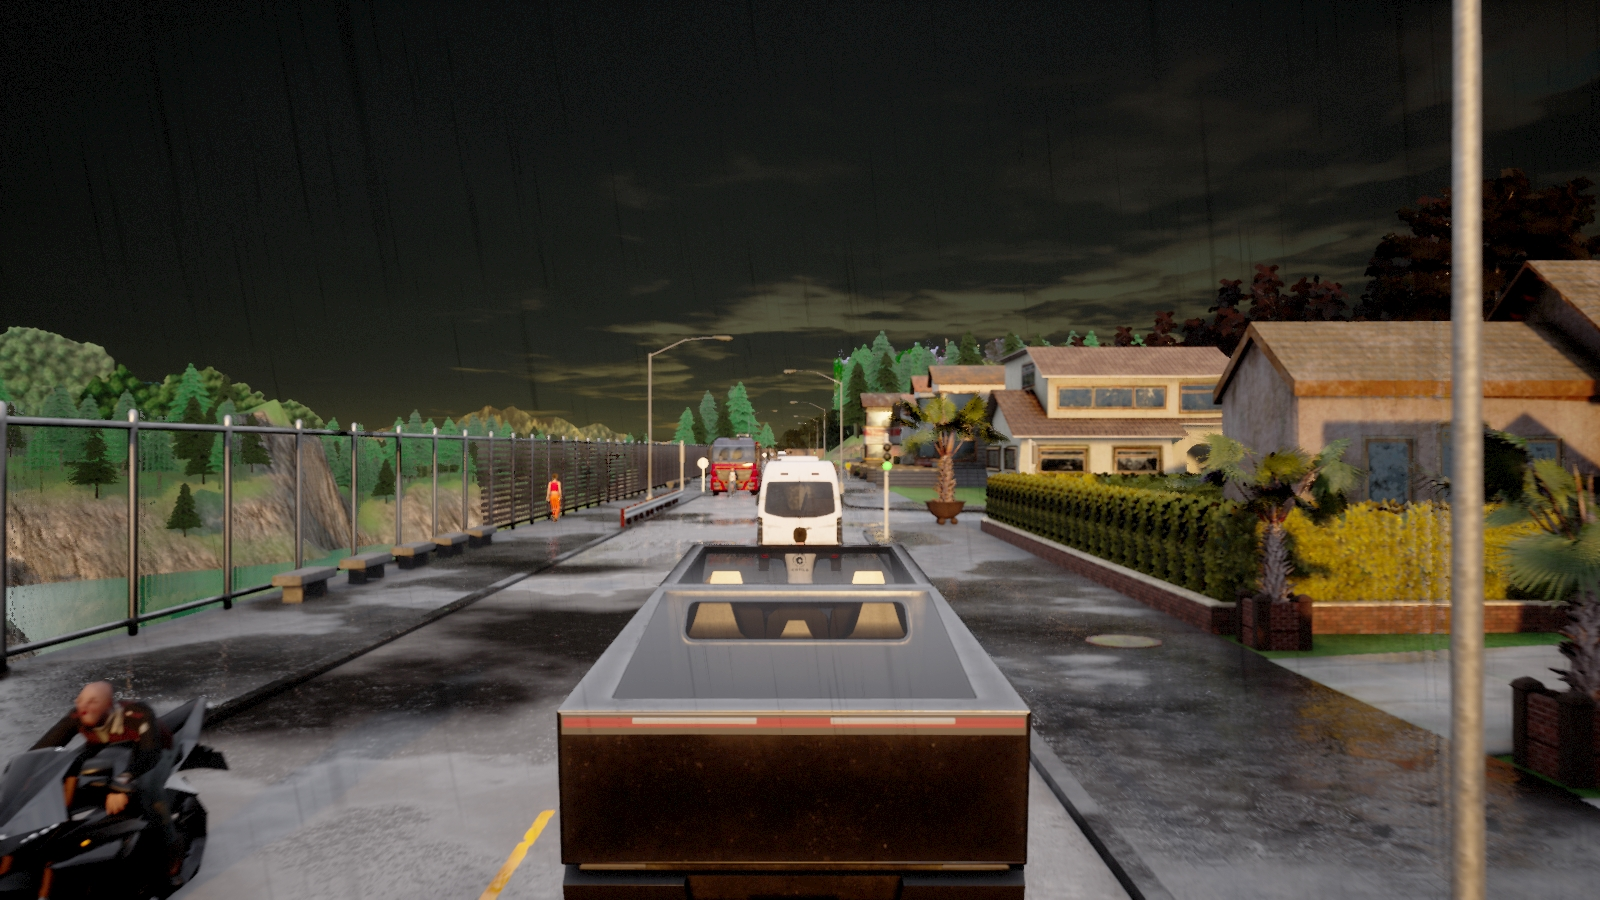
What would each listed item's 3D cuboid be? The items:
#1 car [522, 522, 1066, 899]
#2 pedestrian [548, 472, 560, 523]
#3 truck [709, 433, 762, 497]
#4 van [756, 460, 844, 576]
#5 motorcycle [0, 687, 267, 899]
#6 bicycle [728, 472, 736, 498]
[{"bbox_3d":[-0.019,1.756,8.162,2.390,2.098,6.274,0,0,0],"label":"car"},{"bbox_3d":[-9.057,1.757,42.043,0.375,1.860,0.375,0,0,0],"label":"pedestrian"},{"bbox_3d":[-4.007,0.911,72.871,2.891,3.827,8.468,0,0,0],"label":"truck"},{"bbox_3d":[-0.001,1.543,28.541,1.988,2.561,5.915,0,0,0],"label":"van"},{"bbox_3d":[-4.002,2.207,6.540,0.867,1.251,2.209,0,0,0],"label":"motorcycle"},{"bbox_3d":[-4.005,2.075,67.583,0.373,1.496,1.643,0,0,0],"label":"bicycle"}]
